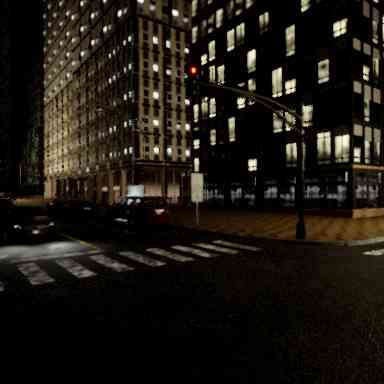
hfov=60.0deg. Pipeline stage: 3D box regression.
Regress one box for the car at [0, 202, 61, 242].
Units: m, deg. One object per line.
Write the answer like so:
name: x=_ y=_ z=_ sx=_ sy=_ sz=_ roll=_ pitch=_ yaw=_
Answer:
car: x=-7.918 y=1.386 z=15.855 sx=1.812 sy=1.442 sz=4.674 roll=0 pitch=1 yaw=-36

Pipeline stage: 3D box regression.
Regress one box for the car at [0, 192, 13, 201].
car: x=-35.771 y=0.846 z=63.961 sx=1.967 sy=1.590 sz=4.097 roll=1 pitch=0 yaw=-36

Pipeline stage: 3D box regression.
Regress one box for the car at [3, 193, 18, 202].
car: x=-32.507 y=0.994 z=59.477 sx=1.887 sy=1.381 sz=4.507 roll=1 pitch=0 yaw=-36

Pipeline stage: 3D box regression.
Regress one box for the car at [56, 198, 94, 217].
car: x=-9.644 y=1.316 z=28.083 sx=1.947 sy=1.339 sz=4.313 roll=1 pitch=0 yaw=-36

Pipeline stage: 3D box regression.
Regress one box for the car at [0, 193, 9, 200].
car: x=-39.038 y=0.906 z=68.446 sx=1.887 sy=1.381 sz=4.507 roll=1 pitch=0 yaw=-36

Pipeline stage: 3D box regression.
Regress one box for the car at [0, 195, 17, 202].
car: x=-13.695 y=1.266 z=23.786 sx=1.882 sy=1.535 sz=5.008 roll=0 pitch=1 yaw=-36

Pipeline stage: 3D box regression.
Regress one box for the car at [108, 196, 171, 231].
car: x=-3.109 y=1.148 z=19.114 sx=2.192 sy=1.841 sz=5.009 roll=1 pitch=0 yaw=-36

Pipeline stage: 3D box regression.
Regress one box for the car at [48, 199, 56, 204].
car: x=-12.910 y=1.275 z=32.568 sx=1.947 sy=1.339 sz=4.313 roll=1 pitch=0 yaw=-36

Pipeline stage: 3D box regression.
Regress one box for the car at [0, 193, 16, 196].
car: x=-26.644 y=1.060 z=47.002 sx=2.128 sy=1.511 sz=4.902 roll=0 pitch=1 yaw=-36
